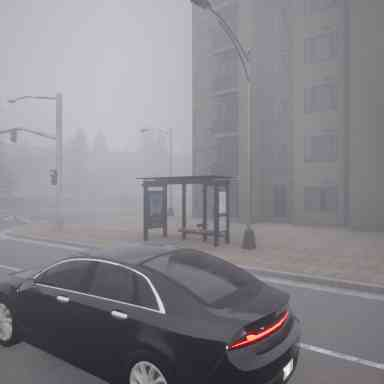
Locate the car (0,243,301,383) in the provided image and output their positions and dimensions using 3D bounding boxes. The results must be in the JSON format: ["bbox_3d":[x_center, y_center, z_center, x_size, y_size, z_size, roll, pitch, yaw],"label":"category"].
[{"bbox_3d":[-1.020,1.505,4.710,4.892,1.490,1.837,0,0,35],"label":"car"}]
